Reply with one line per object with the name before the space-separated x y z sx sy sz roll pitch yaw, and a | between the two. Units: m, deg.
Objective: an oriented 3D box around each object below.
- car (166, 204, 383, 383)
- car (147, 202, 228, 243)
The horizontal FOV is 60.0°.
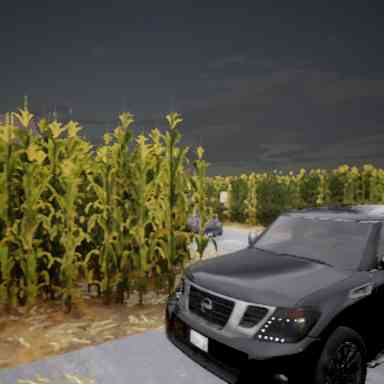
car | 2.326 1.242 5.147 5.566 2.045 2.150 0 0 -35
car | -0.390 1.484 17.767 2.097 1.767 4.553 1 -1 -35
